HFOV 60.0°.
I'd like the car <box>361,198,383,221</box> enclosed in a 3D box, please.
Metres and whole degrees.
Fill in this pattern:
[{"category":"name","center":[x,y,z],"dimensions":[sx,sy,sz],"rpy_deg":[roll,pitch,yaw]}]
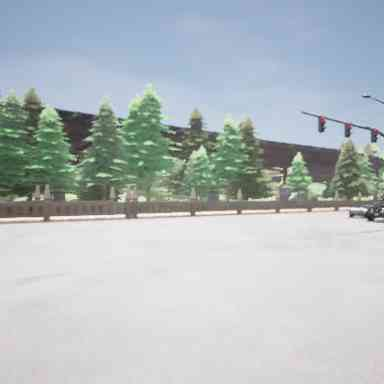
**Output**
[{"category":"car","center":[17.732,1.571,29.527],"dimensions":[5.566,2.045,2.150],"rpy_deg":[1,0,-36]}]

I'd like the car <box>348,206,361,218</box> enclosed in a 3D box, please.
[{"category":"car","center":[18.002,1.982,34.031],"dimensions":[4.718,1.301,1.895],"rpy_deg":[1,0,-35]}]
